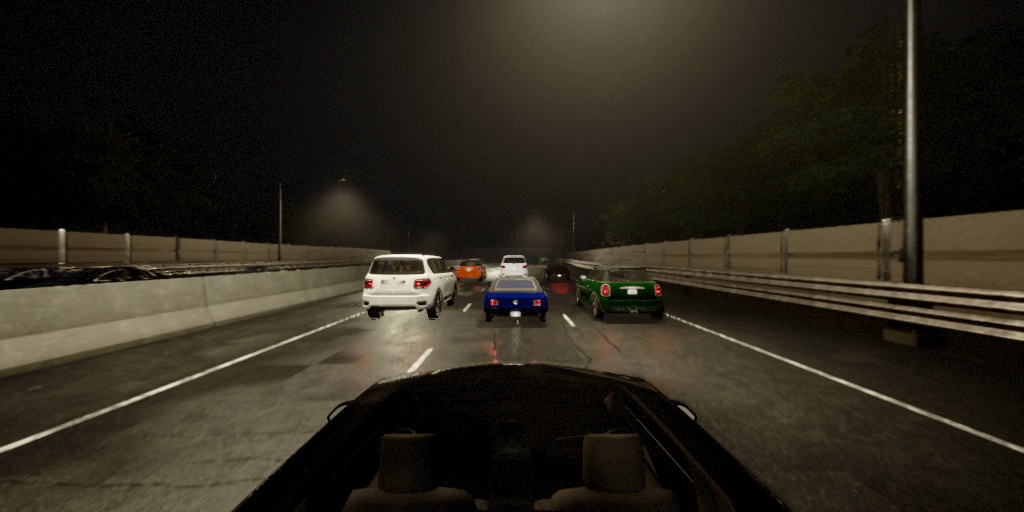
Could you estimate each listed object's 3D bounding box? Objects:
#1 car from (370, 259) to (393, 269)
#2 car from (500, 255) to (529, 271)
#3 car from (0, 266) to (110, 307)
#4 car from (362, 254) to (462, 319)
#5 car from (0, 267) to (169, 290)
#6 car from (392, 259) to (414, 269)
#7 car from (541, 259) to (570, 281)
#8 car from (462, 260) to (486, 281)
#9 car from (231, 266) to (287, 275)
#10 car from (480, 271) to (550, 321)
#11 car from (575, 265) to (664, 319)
[{"bbox_3d":[-20.745,1.270,57.110,1.812,1.442,4.674,0,0,1],"label":"car"},{"bbox_3d":[0.176,0.968,29.170,2.150,2.045,5.566,0,0,0],"label":"car"},{"bbox_3d":[-21.077,1.236,15.392,2.128,1.511,4.902,0,0,0],"label":"car"},{"bbox_3d":[-3.387,0.969,12.902,2.150,2.045,5.566,0,0,0],"label":"car"},{"bbox_3d":[-17.577,1.250,15.450,1.837,1.490,4.892,0,0,0],"label":"car"},{"bbox_3d":[-17.249,1.223,57.055,1.882,1.535,5.008,0,0,1],"label":"car"},{"bbox_3d":[3.682,1.252,30.130,1.837,1.490,4.892,0,0,0],"label":"car"},{"bbox_3d":[-3.320,1.098,29.747,2.097,1.767,4.553,0,0,0],"label":"car"},{"bbox_3d":[-14.064,1.292,19.957,2.033,1.411,5.357,0,0,0],"label":"car"},{"bbox_3d":[0.112,1.349,12.349,1.895,1.301,4.718,0,0,0],"label":"car"},{"bbox_3d":[3.615,1.101,12.875,2.097,1.767,4.553,0,0,0],"label":"car"}]
